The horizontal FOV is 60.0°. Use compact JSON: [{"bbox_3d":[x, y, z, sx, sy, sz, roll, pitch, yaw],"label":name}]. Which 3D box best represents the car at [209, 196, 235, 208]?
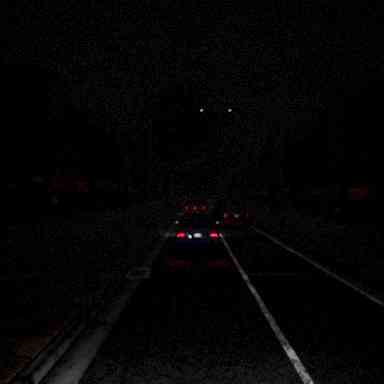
[{"bbox_3d":[2.909,1.492,28.620,2.192,1.841,5.009,1,0,1],"label":"car"}]

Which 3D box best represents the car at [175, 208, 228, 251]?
[{"bbox_3d":[0.225,1.645,14.614,2.033,1.411,5.357,0,0,1],"label":"car"}]

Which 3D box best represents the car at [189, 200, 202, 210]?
[{"bbox_3d":[0.560,1.853,49.521,1.895,1.301,4.718,0,0,1],"label":"car"}]

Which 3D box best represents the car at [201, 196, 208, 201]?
[{"bbox_3d":[3.547,1.930,95.110,1.887,1.381,4.507,1,0,1],"label":"car"}]

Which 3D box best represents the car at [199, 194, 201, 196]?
[{"bbox_3d":[3.444,1.672,84.029,2.192,1.841,5.009,1,0,1],"label":"car"}]

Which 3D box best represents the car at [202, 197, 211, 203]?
[{"bbox_3d":[3.386,1.908,78.488,1.947,1.339,4.313,1,0,1],"label":"car"}]

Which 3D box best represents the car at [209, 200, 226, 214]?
[{"bbox_3d":[3.015,1.750,39.872,1.752,1.417,4.829,1,0,1],"label":"car"}]

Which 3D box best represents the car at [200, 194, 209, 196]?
[{"bbox_3d":[3.284,1.628,67.407,2.192,1.841,5.009,1,0,1],"label":"car"}]

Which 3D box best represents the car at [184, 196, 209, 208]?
[{"bbox_3d":[0.300,1.538,32.812,2.097,1.767,4.553,0,0,1],"label":"car"}]

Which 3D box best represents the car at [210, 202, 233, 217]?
[{"bbox_3d":[2.959,1.767,34.160,1.947,1.339,4.313,1,0,1],"label":"car"}]

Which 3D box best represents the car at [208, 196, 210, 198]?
[{"bbox_3d":[3.173,1.833,56.325,2.008,1.369,4.403,1,0,1],"label":"car"}]

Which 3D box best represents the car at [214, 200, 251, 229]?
[{"bbox_3d":[2.854,1.591,23.079,1.967,1.590,4.097,1,0,1],"label":"car"}]
